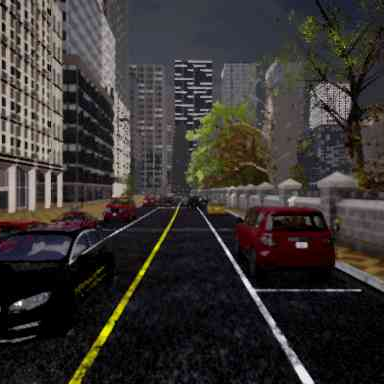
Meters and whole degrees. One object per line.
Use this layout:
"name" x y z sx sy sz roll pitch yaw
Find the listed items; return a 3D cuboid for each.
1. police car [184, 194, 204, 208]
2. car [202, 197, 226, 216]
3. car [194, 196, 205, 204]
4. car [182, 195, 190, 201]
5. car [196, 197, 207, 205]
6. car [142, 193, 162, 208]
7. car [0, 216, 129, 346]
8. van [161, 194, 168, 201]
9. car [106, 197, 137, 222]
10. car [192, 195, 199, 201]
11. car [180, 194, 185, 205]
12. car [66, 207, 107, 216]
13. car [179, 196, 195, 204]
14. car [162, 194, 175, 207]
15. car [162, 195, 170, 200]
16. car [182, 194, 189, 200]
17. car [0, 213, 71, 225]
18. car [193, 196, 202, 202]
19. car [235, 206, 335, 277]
"police car" 0.233 1.417 46.934 1.930 1.638 5.238 0 0 -1
"car" 2.277 1.523 32.479 1.752 1.417 4.829 0 0 -1
"car" 1.482 1.546 65.591 1.947 1.339 4.313 0 0 -2
"car" -1.473 1.392 80.346 1.812 1.442 4.674 0 0 -2
"car" 1.629 1.565 60.043 1.802 1.307 4.206 0 0 -2
"car" -6.105 1.307 48.885 2.192 1.841 5.009 0 0 -1
"car" -2.872 1.493 6.708 2.128 1.511 4.902 0 0 0
"van" -7.130 1.305 87.661 1.690 1.788 3.998 0 0 -2
"car" -5.657 1.315 26.694 2.192 1.841 5.009 0 0 -1
"car" 0.895 1.544 87.783 1.802 1.307 4.206 0 0 -2
"car" -0.620 1.491 56.541 1.837 1.490 4.892 0 0 -17
"car" -5.531 1.584 15.600 1.802 1.307 4.206 0 0 0
"car" -0.859 1.487 63.130 1.837 1.490 4.892 0 0 16
"car" -3.508 1.497 50.442 1.837 1.490 4.892 0 -1 -1
"car" -7.277 1.540 93.201 1.802 1.307 4.206 0 0 -2
"car" -1.774 1.359 91.767 2.033 1.411 5.357 0 0 -2
"car" -5.490 1.546 10.050 1.887 1.381 4.507 0 0 0
"car" 1.188 1.538 76.687 1.947 1.339 4.313 0 0 -2
"car" 2.535 1.316 10.119 2.192 1.841 5.009 0 0 0
